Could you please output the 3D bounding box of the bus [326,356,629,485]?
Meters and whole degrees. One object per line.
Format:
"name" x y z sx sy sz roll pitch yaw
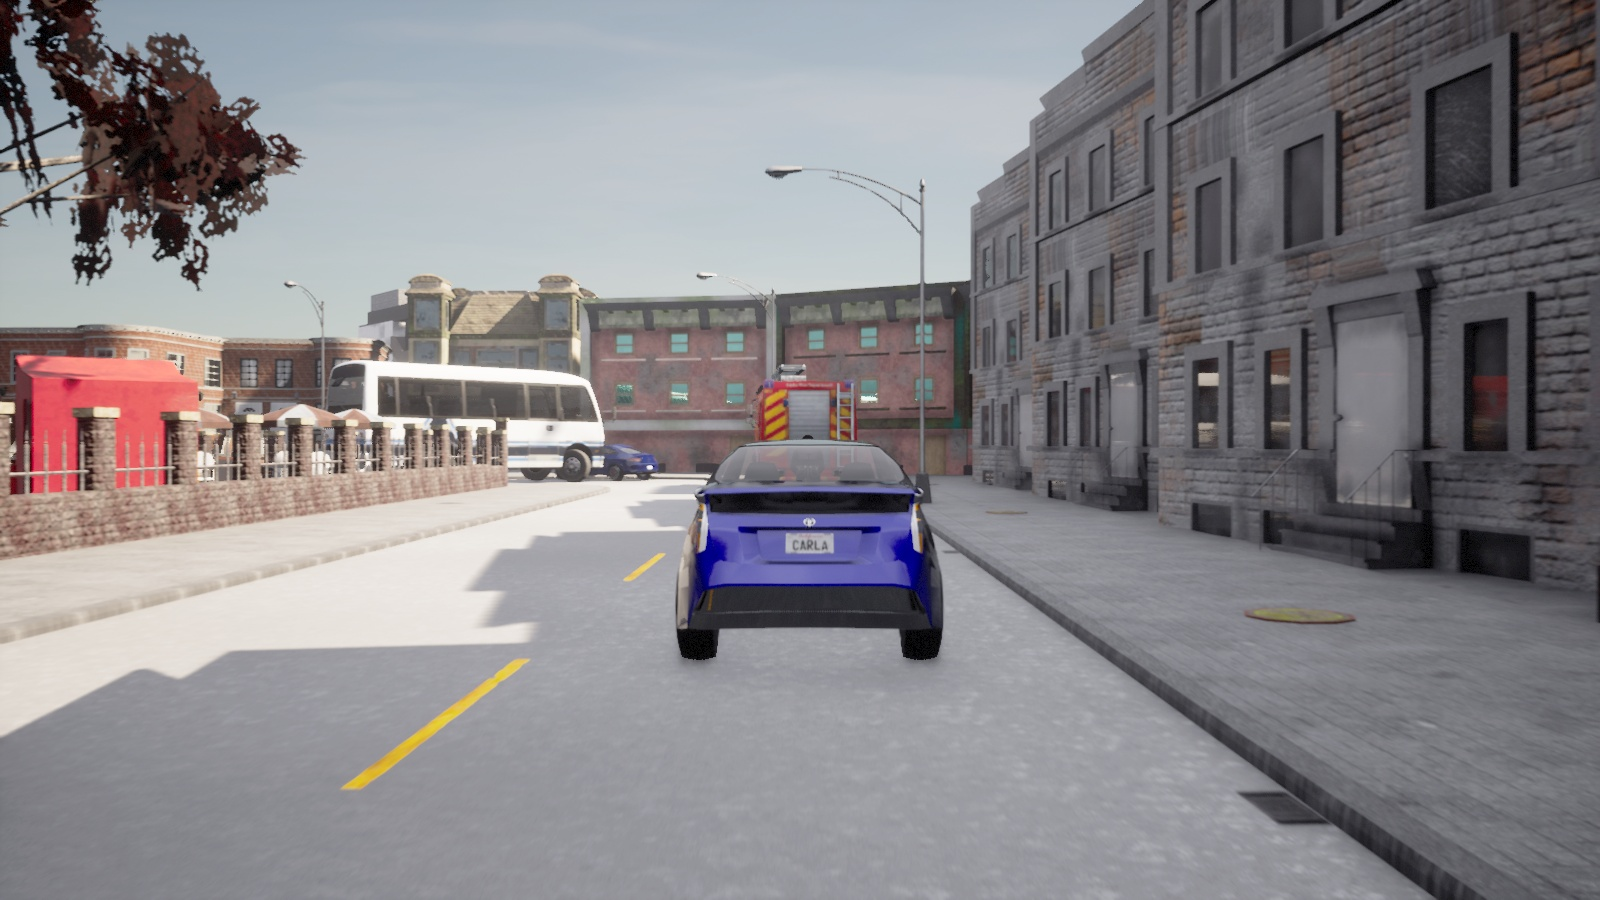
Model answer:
"bus" -11.711 -0.952 46.629 10.273 4.253 3.944 0 0 -45

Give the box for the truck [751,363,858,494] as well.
"truck" -0.032 -0.648 41.073 2.891 3.827 8.468 0 0 -4

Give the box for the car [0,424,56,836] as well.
"car" -3.969 0.675 2.731 2.007 1.525 4.514 0 0 0

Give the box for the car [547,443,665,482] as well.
"car" -7.842 0.468 50.629 4.674 1.442 1.812 1 1 34

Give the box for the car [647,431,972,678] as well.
"car" 0.071 0.637 10.012 2.007 1.525 4.514 0 0 0
